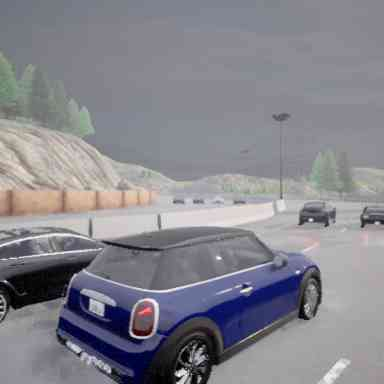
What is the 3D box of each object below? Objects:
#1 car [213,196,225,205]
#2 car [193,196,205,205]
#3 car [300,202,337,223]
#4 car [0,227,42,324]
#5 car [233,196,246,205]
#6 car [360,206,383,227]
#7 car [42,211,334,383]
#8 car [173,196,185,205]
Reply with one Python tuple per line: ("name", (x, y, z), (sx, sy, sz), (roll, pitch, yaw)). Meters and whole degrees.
("car", (4.566, 1.425, 56.749), (1.812, 1.442, 4.674), (0, 0, 6))
("car", (1.192, 1.383, 58.004), (1.882, 1.535, 5.008), (0, 0, 4))
("car", (8.573, 1.450, 22.610), (1.837, 1.490, 4.892), (0, 0, 30))
("car", (-2.963, 1.486, 6.926), (2.128, 1.511, 4.902), (0, 0, 43))
("car", (7.866, 1.373, 54.896), (1.882, 1.535, 5.008), (0, 0, 6))
("car", (12.117, 1.539, 21.736), (1.895, 1.301, 4.718), (0, 0, 29))
("car", (0.341, 1.344, 5.409), (2.097, 1.767, 4.553), (0, 0, 43))
("car", (-2.253, 1.391, 58.685), (1.882, 1.535, 5.008), (0, 0, 3))
